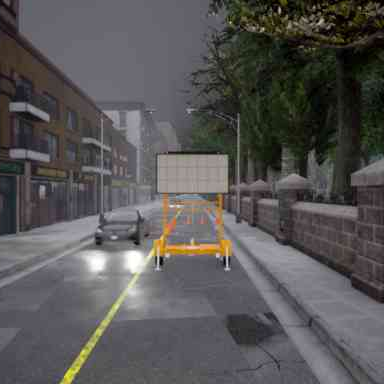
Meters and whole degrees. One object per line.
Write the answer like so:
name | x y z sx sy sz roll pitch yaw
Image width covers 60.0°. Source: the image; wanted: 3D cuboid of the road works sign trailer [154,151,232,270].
road works sign trailer | 0.022 0.469 10.983 2.380 3.560 2.880 0 0 0

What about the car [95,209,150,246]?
car | -3.070 1.535 15.454 1.812 1.442 4.674 0 0 0

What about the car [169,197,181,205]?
car | -2.958 1.636 58.802 1.994 1.385 4.181 0 0 0
